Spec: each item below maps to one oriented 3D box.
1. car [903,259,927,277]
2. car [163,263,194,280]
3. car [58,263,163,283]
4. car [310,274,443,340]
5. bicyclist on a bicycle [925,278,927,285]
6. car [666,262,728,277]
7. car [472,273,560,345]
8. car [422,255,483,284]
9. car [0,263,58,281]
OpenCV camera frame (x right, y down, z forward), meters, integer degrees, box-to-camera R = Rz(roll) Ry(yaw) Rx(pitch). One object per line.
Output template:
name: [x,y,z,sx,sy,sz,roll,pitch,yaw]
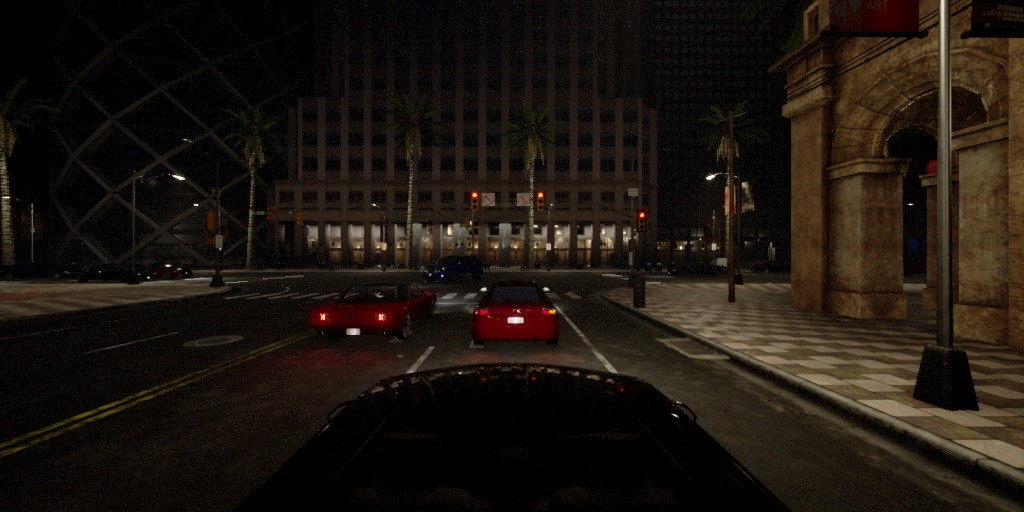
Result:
car: [37.978,1.102,35.034,4.553,1.767,2.097,0,0,0]
car: [-30.426,1.314,31.157,4.181,1.385,1.994,0,0,-5]
car: [-30.992,1.297,27.824,5.357,1.411,2.033,0,0,-3]
car: [-3.417,1.351,9.976,1.895,1.301,4.718,0,0,0]
bicyclist on a bicycle: [24.677,1.051,20.602,0.582,1.620,1.656,0,0,0]
car: [18.087,1.298,35.104,5.357,1.411,2.033,0,0,0]
car: [0.082,1.314,9.513,1.994,1.385,4.181,0,0,0]
car: [-4.448,0.971,27.795,2.150,2.045,5.566,-1,0,30]
car: [-39.058,1.276,29.676,4.674,1.442,1.812,0,0,-19]
